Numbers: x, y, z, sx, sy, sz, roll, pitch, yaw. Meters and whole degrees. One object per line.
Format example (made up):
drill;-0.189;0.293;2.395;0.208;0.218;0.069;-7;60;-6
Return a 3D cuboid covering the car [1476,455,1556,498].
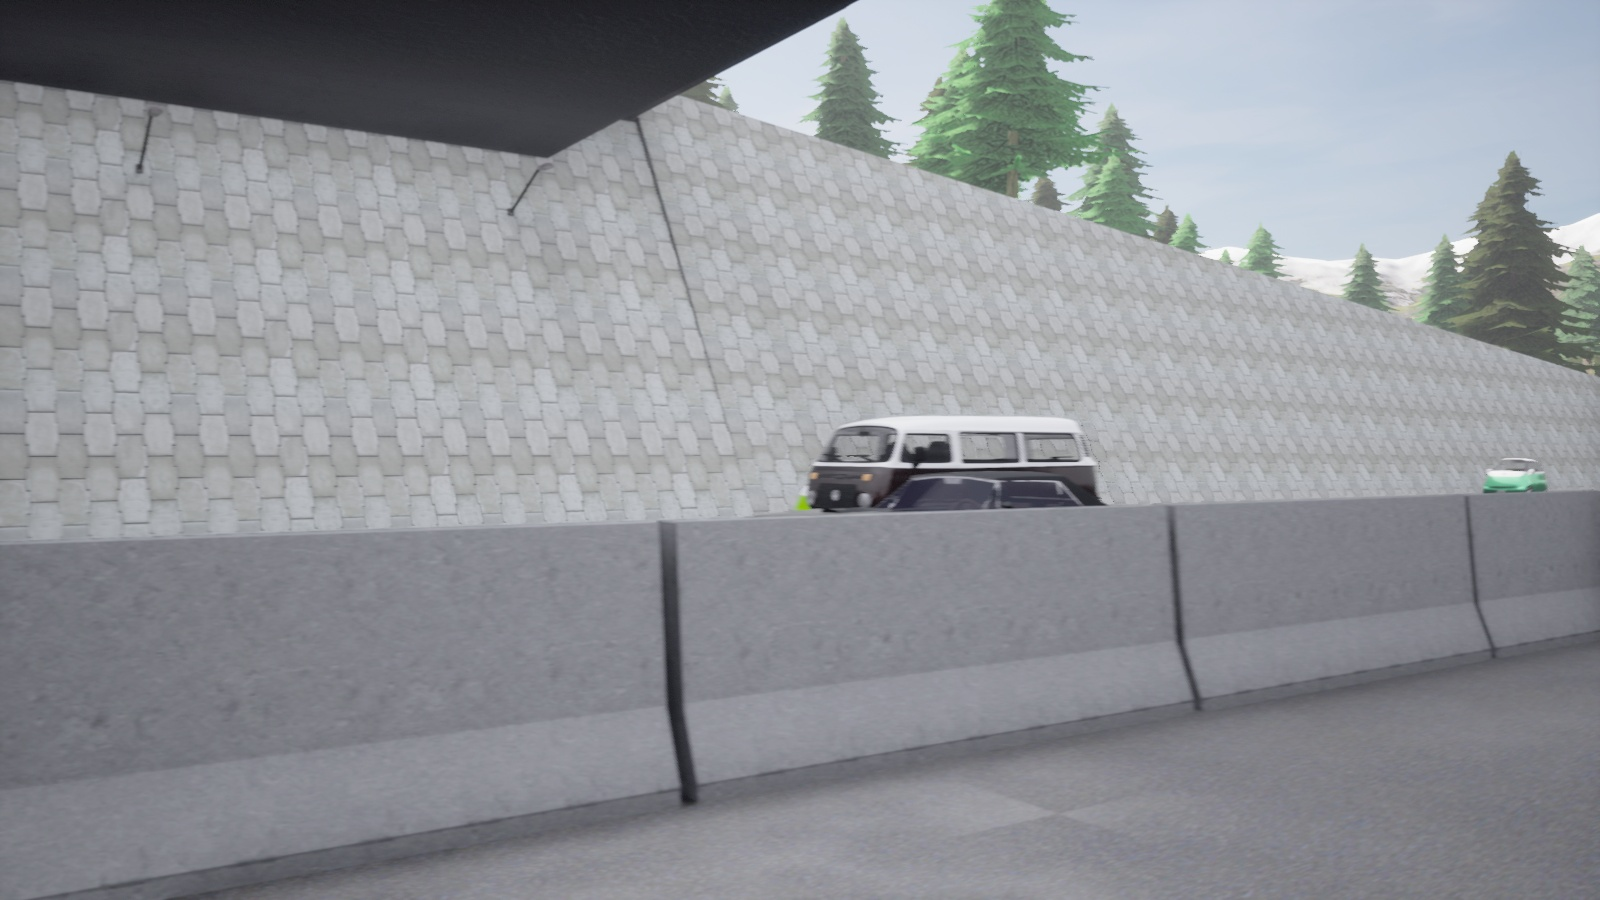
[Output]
car;23.607;0.851;41.404;2.207;1.376;1.481;0;0;-35

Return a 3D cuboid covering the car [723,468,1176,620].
car;1.693;0.874;13.364;4.718;1.301;1.895;0;0;-35

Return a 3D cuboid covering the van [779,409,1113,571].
van;2.141;0.508;17.941;4.480;2.038;2.069;0;0;-35

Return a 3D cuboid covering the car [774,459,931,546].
car;0.891;0.850;21.334;2.207;1.376;1.481;0;0;-35
